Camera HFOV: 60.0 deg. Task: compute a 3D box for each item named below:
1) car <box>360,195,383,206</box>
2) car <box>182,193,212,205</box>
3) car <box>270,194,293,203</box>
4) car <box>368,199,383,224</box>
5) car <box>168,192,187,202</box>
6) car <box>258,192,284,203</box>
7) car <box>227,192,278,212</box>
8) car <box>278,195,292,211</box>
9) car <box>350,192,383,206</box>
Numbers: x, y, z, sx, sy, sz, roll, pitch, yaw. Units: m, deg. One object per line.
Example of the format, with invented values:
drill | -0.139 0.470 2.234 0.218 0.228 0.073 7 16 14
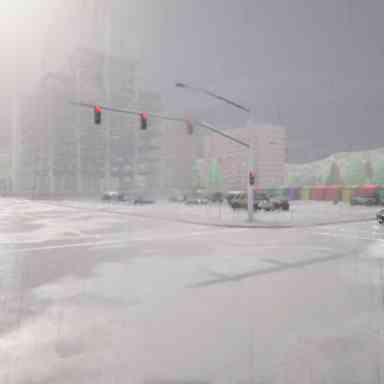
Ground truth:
car | 26.979 1.235 48.754 1.970 1.475 3.806 0 0 -35
car | 0.749 1.299 51.708 1.970 1.475 3.806 0 0 -35
car | 16.961 1.204 63.063 1.784 1.438 3.905 0 0 -35
car | 14.551 1.412 22.744 4.902 1.511 2.128 0 0 -34
car | -3.170 1.281 67.392 1.970 1.475 3.806 0 0 -35
car | 14.550 1.002 61.457 1.932 1.855 4.605 0 0 -35
car | 6.128 1.075 34.225 1.932 1.855 4.605 0 0 -35
car | 8.532 1.068 35.838 1.905 1.878 3.866 0 0 -35
car | 24.599 1.005 47.105 1.905 1.878 3.866 0 0 -35
